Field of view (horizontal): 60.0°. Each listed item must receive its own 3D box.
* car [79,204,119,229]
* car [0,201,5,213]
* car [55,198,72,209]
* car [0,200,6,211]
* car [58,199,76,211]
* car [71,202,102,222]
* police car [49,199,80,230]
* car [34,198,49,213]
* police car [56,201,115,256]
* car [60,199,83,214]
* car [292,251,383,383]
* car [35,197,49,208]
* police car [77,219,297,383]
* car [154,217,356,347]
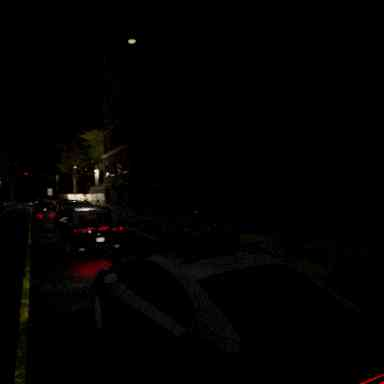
[{"bbox_3d":[-6.255,1.529,21.987,1.802,1.307,4.206,-1,0,-26],"label":"car"},{"bbox_3d":[-23.031,1.610,38.423,1.967,1.590,4.097,-1,0,-26],"label":"car"},{"bbox_3d":[-18.178,1.575,46.869,1.947,1.339,4.313,-1,0,-26],"label":"car"},{"bbox_3d":[-25.413,1.765,43.401,1.802,1.307,4.206,-1,0,-26],"label":"car"},{"bbox_3d":[-15.793,1.578,41.893,1.802,1.307,4.206,-1,0,-26],"label":"car"},{"bbox_3d":[-8.640,1.539,26.963,1.802,1.307,4.206,-1,0,-26],"label":"car"},{"bbox_3d":[-6.771,1.406,18.862,1.930,1.638,5.238,-1,0,-26],"label":"police car"},{"bbox_3d":[-17.110,1.648,38.584,1.895,1.301,4.718,-1,0,-25],"label":"car"},{"bbox_3d":[-4.179,1.396,13.451,1.930,1.638,5.238,-1,1,-26],"label":"police car"},{"bbox_3d":[-13.410,1.527,36.916,1.887,1.381,4.507,-1,0,-26],"label":"car"},{"bbox_3d":[3.277,1.225,2.079,2.192,1.841,5.009,-1,0,-26],"label":"car"},{"bbox_3d":[-22.749,1.605,50.304,1.812,1.442,4.674,-1,0,-26],"label":"car"},{"bbox_3d":[0.025,1.383,4.336,1.930,1.638,5.238,-1,1,-28],"label":"police car"},{"bbox_3d":[0.821,1.444,7.207,1.752,1.417,4.829,-1,0,-26],"label":"car"}]
